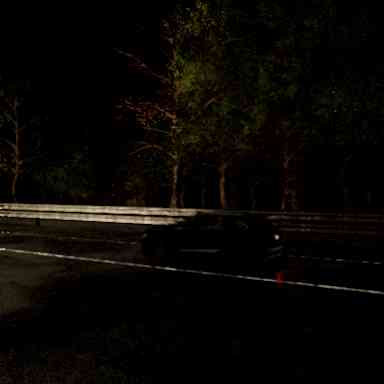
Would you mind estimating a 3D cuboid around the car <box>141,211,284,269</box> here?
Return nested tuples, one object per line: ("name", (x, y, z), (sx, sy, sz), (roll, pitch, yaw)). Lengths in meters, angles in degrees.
("car", (0.581, 1.452, 11.187), (4.856, 1.649, 2.033), (0, 0, 25))
